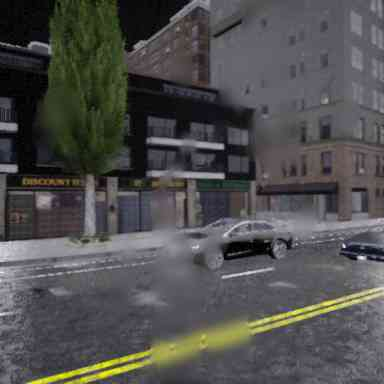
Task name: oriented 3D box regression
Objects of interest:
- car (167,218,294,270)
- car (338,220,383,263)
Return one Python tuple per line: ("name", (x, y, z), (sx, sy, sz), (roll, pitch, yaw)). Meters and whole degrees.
("car", (1.488, 1.711, 11.910), (4.902, 1.511, 2.128), (0, -1, -32))
("car", (7.571, 1.679, 11.865), (5.357, 1.411, 2.033), (0, -1, -32))
